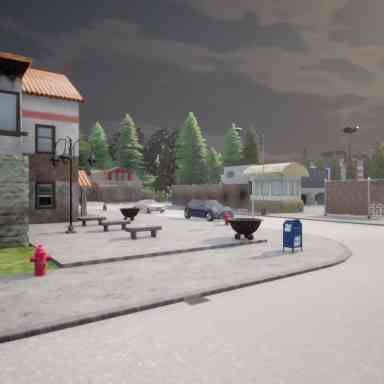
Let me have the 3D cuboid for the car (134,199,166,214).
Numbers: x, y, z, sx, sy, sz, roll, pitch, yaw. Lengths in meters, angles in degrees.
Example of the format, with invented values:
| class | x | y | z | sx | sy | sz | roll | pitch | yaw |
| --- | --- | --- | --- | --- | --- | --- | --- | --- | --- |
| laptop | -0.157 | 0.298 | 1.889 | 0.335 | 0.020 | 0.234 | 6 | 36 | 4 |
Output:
| class | x | y | z | sx | sy | sz | roll | pitch | yaw |
| --- | --- | --- | --- | --- | --- | --- | --- | --- | --- |
| car | -4.615 | 1.526 | 35.374 | 1.812 | 1.442 | 4.674 | 0 | 0 | -35 |

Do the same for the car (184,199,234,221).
| class | x | y | z | sx | sy | sz | roll | pitch | yaw |
| --- | --- | --- | --- | --- | --- | --- | --- | --- | --- |
| car | 1.309 | 1.352 | 27.020 | 2.097 | 1.767 | 4.553 | 0 | 0 | -35 |
